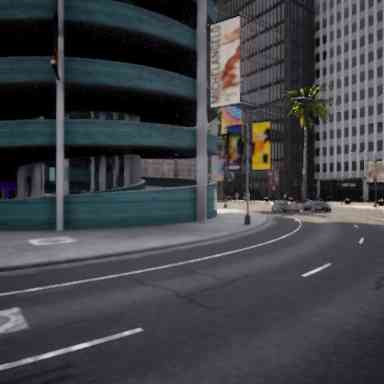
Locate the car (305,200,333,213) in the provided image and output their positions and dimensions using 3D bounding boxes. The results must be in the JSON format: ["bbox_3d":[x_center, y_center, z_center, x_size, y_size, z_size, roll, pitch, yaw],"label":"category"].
[{"bbox_3d":[14.057,1.633,37.663,1.994,1.385,4.181,0,0,-7],"label":"car"}]

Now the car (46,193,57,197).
[{"bbox_3d":[-22.844,1.112,55.377,2.435,2.045,5.566,0,0,-36],"label":"car"}]

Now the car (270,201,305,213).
[{"bbox_3d":[10.621,1.669,37.997,1.895,1.301,4.718,0,0,-8],"label":"car"}]
